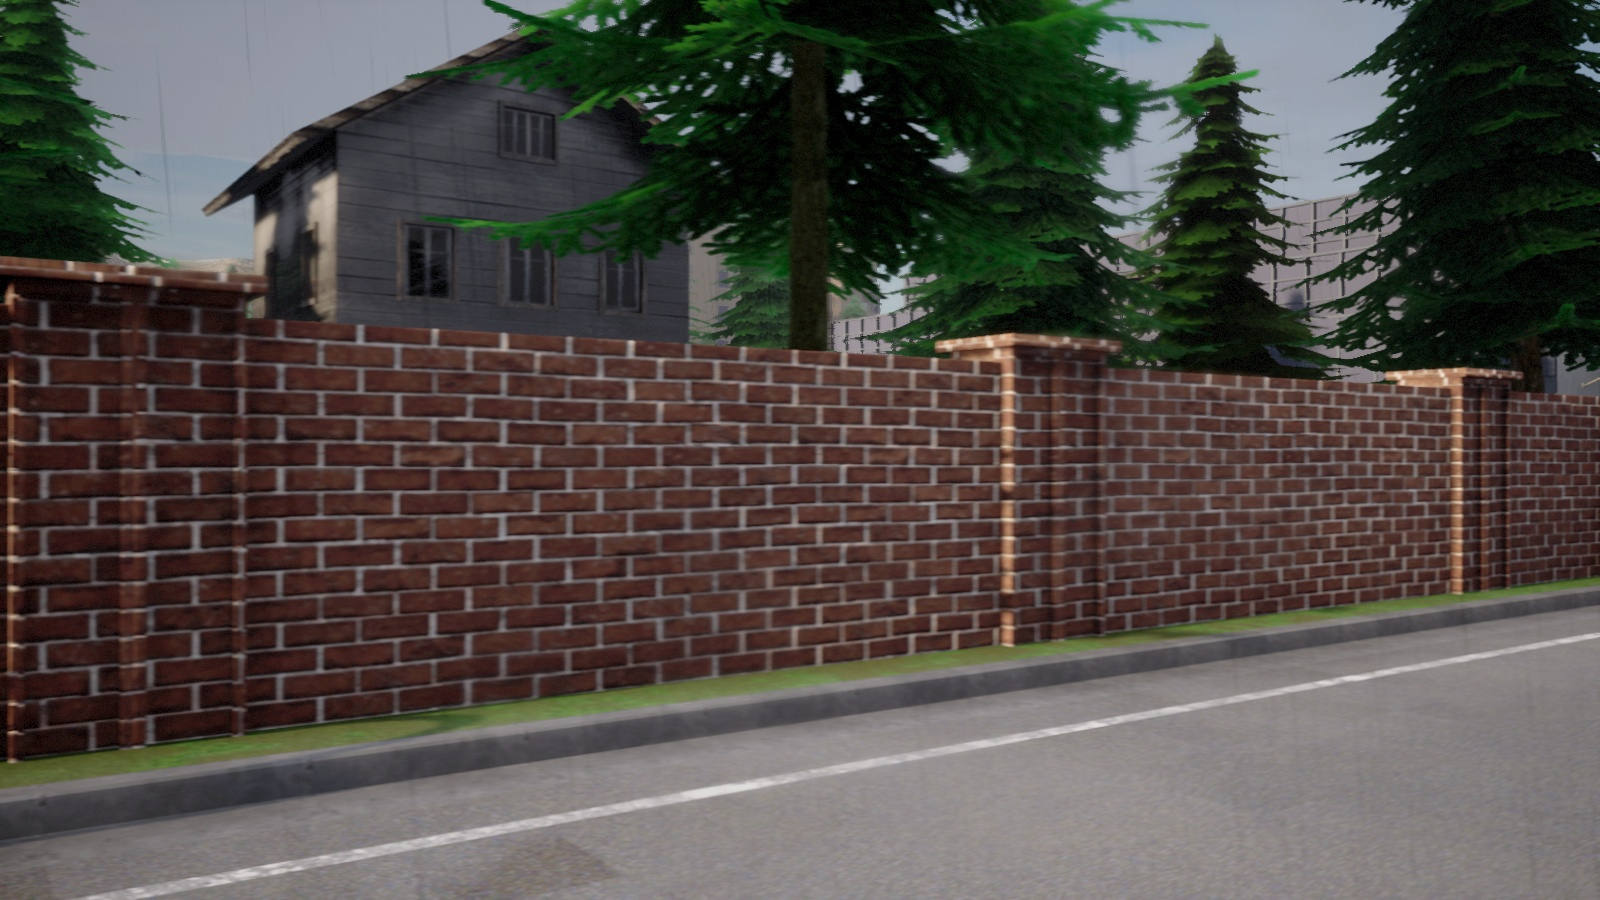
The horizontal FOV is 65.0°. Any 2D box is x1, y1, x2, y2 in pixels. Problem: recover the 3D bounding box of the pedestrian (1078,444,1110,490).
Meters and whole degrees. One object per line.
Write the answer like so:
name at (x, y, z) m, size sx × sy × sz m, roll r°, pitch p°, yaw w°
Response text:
pedestrian at (11.839, 0.681, 50.587) m, size 0.874 × 1.855 × 0.900 m, roll 0°, pitch 0°, yaw -29°
